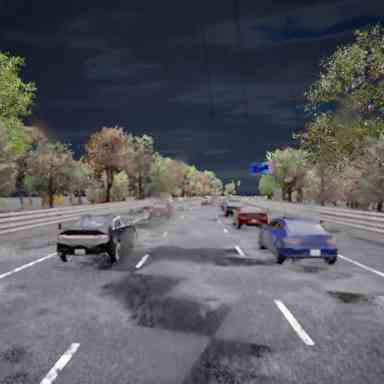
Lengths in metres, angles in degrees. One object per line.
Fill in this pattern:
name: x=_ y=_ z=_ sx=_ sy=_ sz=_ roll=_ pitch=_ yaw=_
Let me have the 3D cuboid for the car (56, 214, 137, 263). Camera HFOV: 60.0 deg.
car: x=-3.268 y=1.561 z=12.236 sx=2.128 sy=1.511 sz=4.902 roll=0 pitch=0 yaw=1

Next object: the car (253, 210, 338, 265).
car: x=3.607 y=1.598 z=11.934 sx=1.812 sy=1.442 sz=4.674 roll=0 pitch=0 yaw=1

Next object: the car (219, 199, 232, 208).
car: x=5.561 y=1.913 z=55.395 sx=2.033 sy=1.411 sz=5.357 roll=0 pitch=0 yaw=4

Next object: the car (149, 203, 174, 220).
car: x=-2.745 y=1.711 z=30.415 sx=1.812 sy=1.442 sz=4.674 roll=0 pitch=0 yaw=2

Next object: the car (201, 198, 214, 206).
car: x=2.809 y=2.052 z=65.696 sx=1.895 sy=1.301 sz=4.718 roll=0 pitch=0 yaw=5

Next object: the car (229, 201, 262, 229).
car: x=3.868 y=1.617 z=22.809 sx=1.882 sy=1.535 sz=5.008 roll=0 pitch=0 yaw=2

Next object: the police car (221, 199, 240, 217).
police car: x=4.285 y=1.638 z=33.789 sx=1.930 sy=1.638 sz=5.238 roll=0 pitch=0 yaw=3

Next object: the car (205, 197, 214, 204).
car: x=4.399 y=2.076 z=81.680 sx=2.033 sy=1.411 sz=5.357 roll=0 pitch=0 yaw=6
